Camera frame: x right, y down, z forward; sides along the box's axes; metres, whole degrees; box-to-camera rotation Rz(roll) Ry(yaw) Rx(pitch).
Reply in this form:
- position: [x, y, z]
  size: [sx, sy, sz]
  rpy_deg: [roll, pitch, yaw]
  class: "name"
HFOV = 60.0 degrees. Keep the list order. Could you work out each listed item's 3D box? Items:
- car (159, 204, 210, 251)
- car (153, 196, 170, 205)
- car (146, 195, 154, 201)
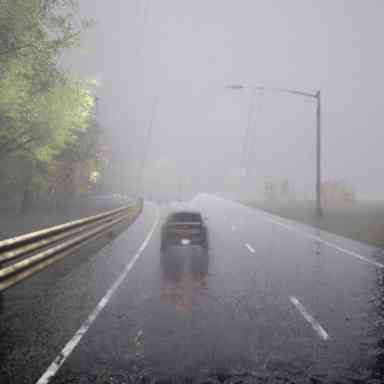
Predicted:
- position: [-0.321, 1.491, 14.064]
  size: [1.837, 1.490, 4.892]
  rpy_deg: [0, 0, -2]
  class: "car"
- position: [-4.890, 1.435, 56.223]
  size: [2.128, 1.511, 4.902]
  rpy_deg: [0, 0, -10]
  class: "car"
- position: [-9.589, 1.433, 78.493]
  size: [1.812, 1.442, 4.674]
  rpy_deg: [0, 0, -14]
  class: "car"
